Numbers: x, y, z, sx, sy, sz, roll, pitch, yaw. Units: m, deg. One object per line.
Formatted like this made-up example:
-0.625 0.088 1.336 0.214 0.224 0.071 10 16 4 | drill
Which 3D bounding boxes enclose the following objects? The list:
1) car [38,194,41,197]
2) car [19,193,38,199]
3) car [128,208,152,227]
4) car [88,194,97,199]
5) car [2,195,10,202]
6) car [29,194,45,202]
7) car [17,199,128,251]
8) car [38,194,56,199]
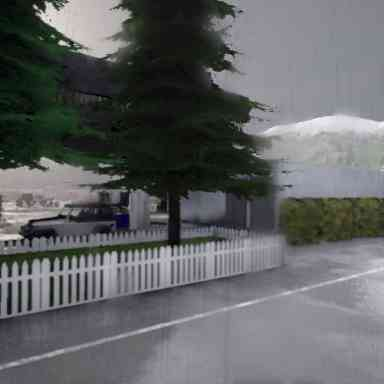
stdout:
-26.365 1.208 57.095 1.932 1.855 4.605 1 0 -36 | car
-24.384 1.156 48.802 1.905 1.878 3.866 1 0 -36 | car
-4.794 1.560 21.007 4.611 1.667 2.242 1 0 -36 | car
-23.736 1.343 80.529 1.905 1.878 3.866 1 0 -36 | car
-39.068 1.307 68.946 1.970 1.475 3.806 1 0 -36 | car
-34.073 1.293 72.989 2.152 1.636 5.027 1 0 -36 | car
-4.960 1.350 13.877 3.866 1.878 1.905 1 0 -36 | car
-21.340 1.473 50.265 1.970 1.475 3.806 1 0 -36 | car
